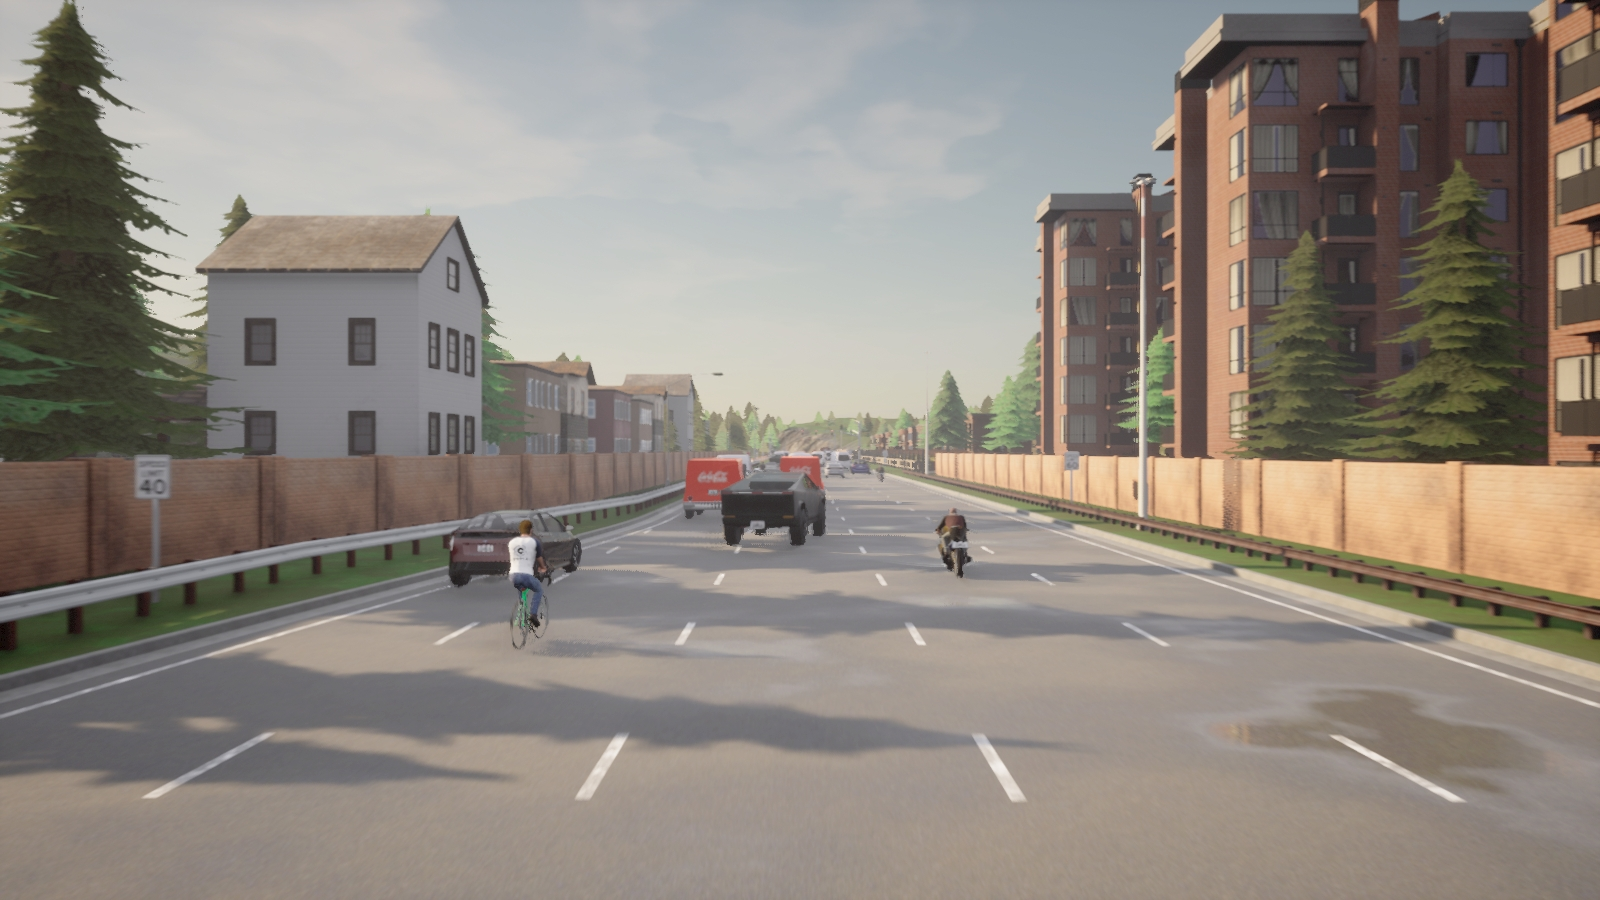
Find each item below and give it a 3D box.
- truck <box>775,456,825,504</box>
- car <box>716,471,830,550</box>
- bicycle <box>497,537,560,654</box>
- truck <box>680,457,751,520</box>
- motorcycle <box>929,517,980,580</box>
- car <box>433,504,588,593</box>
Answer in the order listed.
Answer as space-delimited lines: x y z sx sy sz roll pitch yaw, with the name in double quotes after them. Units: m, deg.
0.007 1.571 62.547 2.627 2.467 5.204 0 0 0 "truck"
-0.699 1.753 35.272 2.390 2.098 6.274 0 0 9 "car"
-3.897 2.056 16.510 0.373 1.496 1.643 -1 -1 4 "bicycle"
-3.495 1.572 48.388 2.627 2.467 5.204 0 0 0 "truck"
3.496 2.205 25.996 0.867 1.251 2.209 0 0 0 "motorcycle"
-6.126 2.040 24.761 2.007 1.525 4.514 0 0 3 "car"
